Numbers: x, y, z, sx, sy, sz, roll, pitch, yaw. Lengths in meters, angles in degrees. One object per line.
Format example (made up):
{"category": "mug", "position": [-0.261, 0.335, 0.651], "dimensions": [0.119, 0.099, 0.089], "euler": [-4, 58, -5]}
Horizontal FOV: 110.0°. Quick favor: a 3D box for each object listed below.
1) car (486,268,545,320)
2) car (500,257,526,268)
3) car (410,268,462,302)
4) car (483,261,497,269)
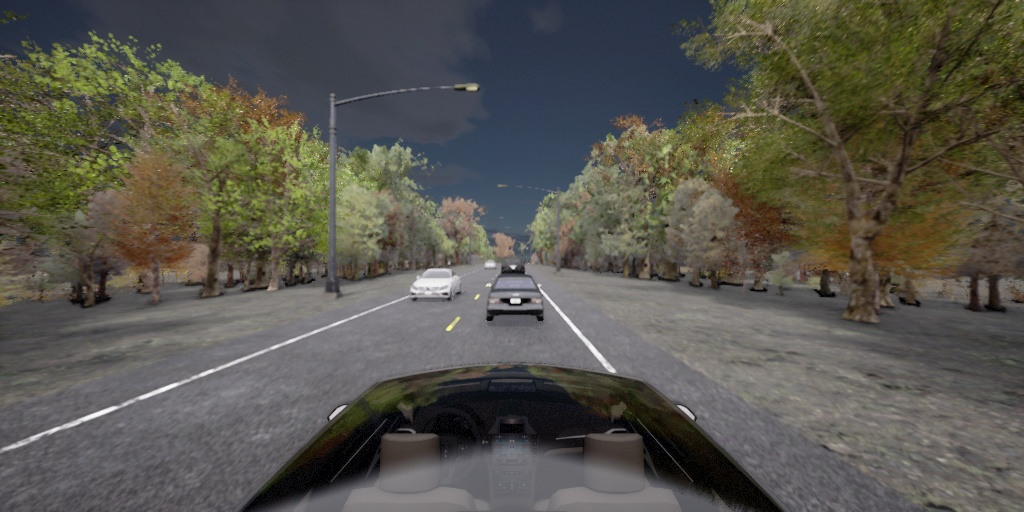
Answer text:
{"category": "car", "position": [0.097, 1.336, 12.737], "dimensions": [2.033, 1.411, 5.357], "euler": [0, 0, 0]}
{"category": "car", "position": [0.095, 1.081, 32.670], "dimensions": [2.150, 2.045, 5.566], "euler": [0, 0, 0]}
{"category": "car", "position": [-3.600, 1.332, 17.700], "dimensions": [1.812, 1.442, 4.674], "euler": [0, 0, 0]}
{"category": "car", "position": [-3.559, 1.481, 59.798], "dimensions": [1.812, 1.442, 4.674], "euler": [0, 0, 0]}
